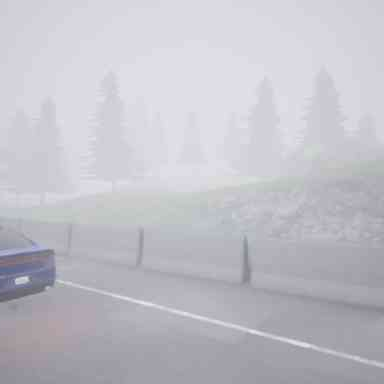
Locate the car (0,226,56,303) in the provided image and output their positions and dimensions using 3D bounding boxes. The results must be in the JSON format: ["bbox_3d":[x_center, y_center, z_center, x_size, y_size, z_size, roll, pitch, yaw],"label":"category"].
[{"bbox_3d":[-5.162,1.484,7.612,5.008,1.535,1.882,0,0,36],"label":"car"}]
